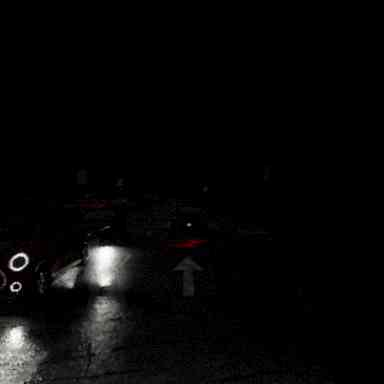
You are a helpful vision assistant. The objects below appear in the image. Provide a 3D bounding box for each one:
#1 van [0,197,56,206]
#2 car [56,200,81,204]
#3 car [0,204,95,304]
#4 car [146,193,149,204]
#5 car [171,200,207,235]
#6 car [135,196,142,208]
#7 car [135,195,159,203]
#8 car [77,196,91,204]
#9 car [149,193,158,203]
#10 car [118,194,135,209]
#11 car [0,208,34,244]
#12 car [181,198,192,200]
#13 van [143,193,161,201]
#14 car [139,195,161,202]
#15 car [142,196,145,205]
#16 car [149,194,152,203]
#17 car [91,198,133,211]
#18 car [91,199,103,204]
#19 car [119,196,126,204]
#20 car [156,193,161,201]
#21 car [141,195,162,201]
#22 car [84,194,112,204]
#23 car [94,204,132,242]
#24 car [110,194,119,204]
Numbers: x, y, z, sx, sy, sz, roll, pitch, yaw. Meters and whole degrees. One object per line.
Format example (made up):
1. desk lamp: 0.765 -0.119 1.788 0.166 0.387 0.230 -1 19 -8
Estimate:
1. van: -9.799 1.270 17.650 4.442 1.987 1.878 -1 0 -21
2. car: -9.730 1.494 20.697 5.008 1.535 2.097 -1 0 -21
3. car: -4.173 1.355 8.317 2.097 1.767 4.553 0 0 -1
4. car: -10.309 1.420 56.720 4.553 1.767 2.185 -1 0 -21
5. car: -0.190 1.479 19.052 1.882 1.535 5.008 0 0 -1
6. car: -9.925 1.510 44.791 5.366 1.575 1.946 -1 0 -21
7. car: -10.475 1.618 77.799 5.366 1.575 1.946 -1 0 -21
8. car: -9.821 1.369 23.699 4.553 1.767 2.185 -1 0 -21
9. car: -10.540 1.601 71.730 4.892 1.521 2.231 -1 0 -21
10. car: -9.989 1.253 38.730 5.566 2.045 2.435 -1 0 -21
11. car: -9.641 1.534 14.695 4.674 1.452 2.002 -1 0 -21
12. car: -0.612 1.518 39.489 1.837 1.490 4.892 0 0 -1
13. van: -11.108 1.378 92.688 4.442 1.987 1.878 -1 1 -22
14. car: -11.012 1.649 86.675 5.366 1.575 1.946 -1 0 -21
15. car: -10.132 1.270 47.746 5.566 2.045 2.435 -1 0 -21
16. car: -10.297 1.584 59.740 4.792 1.488 2.163 -1 0 -21
17. car: -10.026 1.539 41.731 4.792 1.488 2.163 -1 0 -21
18. car: -9.834 1.536 26.707 4.674 1.452 2.002 -1 0 -21
19. car: -9.943 1.531 35.730 4.792 1.488 2.163 -1 0 -21
20. car: -10.416 1.606 74.798 5.366 1.575 1.946 -1 0 -21
21. car: -10.924 1.630 89.746 5.008 1.535 2.097 -1 0 -21
22. car: -9.848 1.371 29.716 4.553 1.767 2.185 -1 0 -21
23. car: -4.389 1.530 16.414 1.812 1.442 4.674 0 0 -1
24. car: -9.893 1.373 32.717 4.553 1.767 2.185 -1 0 -21
